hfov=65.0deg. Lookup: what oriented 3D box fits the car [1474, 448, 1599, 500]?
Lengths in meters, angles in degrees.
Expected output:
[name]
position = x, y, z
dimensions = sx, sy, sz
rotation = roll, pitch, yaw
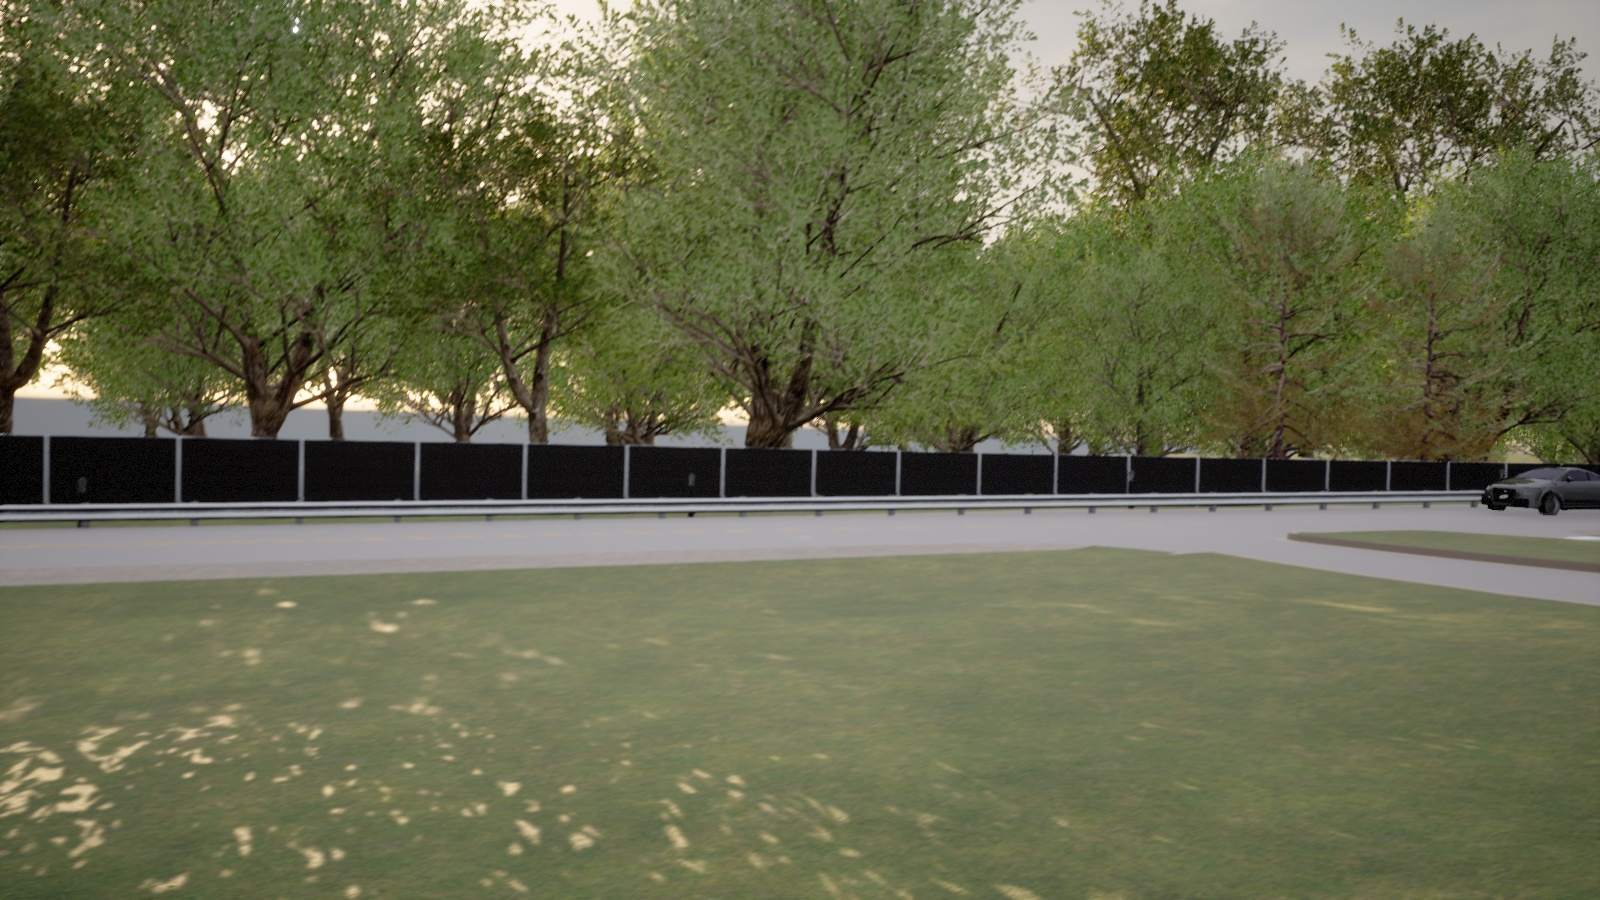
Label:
[car]
position = 22.783, 0.696, 37.923
dimensions = 4.181, 1.385, 1.994
rotation = -1, 2, -20
